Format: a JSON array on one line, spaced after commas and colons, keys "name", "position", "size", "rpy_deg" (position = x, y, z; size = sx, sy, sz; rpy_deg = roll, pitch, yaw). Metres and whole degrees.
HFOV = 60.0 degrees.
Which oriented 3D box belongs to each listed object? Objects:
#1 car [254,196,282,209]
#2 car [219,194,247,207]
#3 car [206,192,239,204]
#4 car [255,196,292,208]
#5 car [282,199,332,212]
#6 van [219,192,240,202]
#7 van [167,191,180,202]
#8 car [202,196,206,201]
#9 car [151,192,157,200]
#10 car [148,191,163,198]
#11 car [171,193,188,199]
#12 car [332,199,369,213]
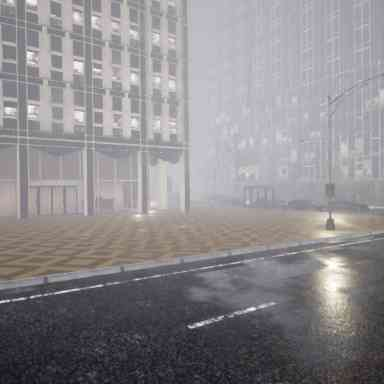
[{"name": "car", "position": [9.298, 1.388, 41.021], "size": [1.802, 1.307, 4.206], "rpy_deg": [0, 1, -34]}, {"name": "car", "position": [6.150, 1.319, 45.753], "size": [1.947, 1.339, 4.313], "rpy_deg": [0, 1, -34]}, {"name": "car", "position": [4.861, 1.159, 52.356], "size": [1.837, 1.490, 4.892], "rpy_deg": [-1, 1, -34]}, {"name": "car", "position": [10.687, 1.275, 43.763], "size": [1.812, 1.442, 4.674], "rpy_deg": [-1, 1, -34]}, {"name": "car", "position": [12.480, 1.423, 36.310], "size": [1.947, 1.339, 4.313], "rpy_deg": [0, 1, -34]}, {"name": "van", "position": [6.730, 0.855, 59.889], "size": [1.690, 1.788, 3.998], "rpy_deg": [0, 1, -34]}, {"name": "van", "position": [-3.395, 0.937, 59.877], "size": [1.690, 1.788, 3.998], "rpy_deg": [0, 1, -34]}, {"name": "car", "position": [3.535, 1.043, 64.591], "size": [1.802, 1.307, 4.206], "rpy_deg": [0, 1, -34]}, {"name": "car", "position": [-9.788, 1.040, 69.279], "size": [2.008, 1.369, 4.403], "rpy_deg": [0, 1, -34]}, {"name": "car", "position": [-9.252, 0.686, 83.388], "size": [1.967, 1.590, 4.097], "rpy_deg": [0, 1, -34]}, {"name": "car", "position": [-2.858, 0.936, 73.991], "size": [1.802, 1.307, 4.206], "rpy_deg": [0, 1, -34]}, {"name": "car", "position": [16.426, 1.405, 35.328], "size": [1.994, 1.385, 4.181], "rpy_deg": [-1, 1, -34]}]
